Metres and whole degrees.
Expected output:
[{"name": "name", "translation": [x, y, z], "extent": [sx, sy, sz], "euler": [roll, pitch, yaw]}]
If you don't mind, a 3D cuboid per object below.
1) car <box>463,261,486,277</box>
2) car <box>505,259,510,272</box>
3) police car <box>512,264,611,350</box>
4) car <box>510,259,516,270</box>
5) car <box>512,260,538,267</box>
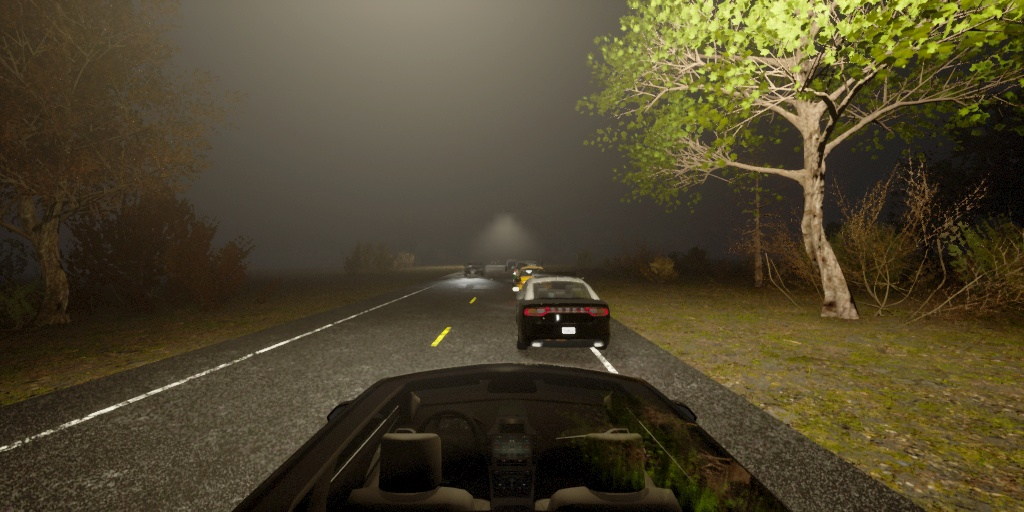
[{"name": "car", "translation": [-3.601, 1.247, 35.234], "extent": [2.128, 1.511, 4.902], "euler": [0, 0, 0]}, {"name": "car", "translation": [0.026, 1.283, 47.379], "extent": [1.812, 1.442, 4.674], "euler": [0, 0, 1]}, {"name": "police car", "translation": [1.050, 1.177, 9.230], "extent": [1.930, 1.638, 5.238], "euler": [0, 0, 0]}, {"name": "car", "translation": [1.049, 1.106, 25.092], "extent": [2.097, 1.767, 4.553], "euler": [0, 0, 0]}, {"name": "car", "translation": [1.049, 1.209, 19.312], "extent": [1.801, 1.575, 5.366], "euler": [0, 0, 0]}]
